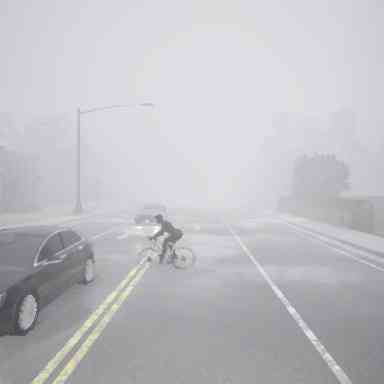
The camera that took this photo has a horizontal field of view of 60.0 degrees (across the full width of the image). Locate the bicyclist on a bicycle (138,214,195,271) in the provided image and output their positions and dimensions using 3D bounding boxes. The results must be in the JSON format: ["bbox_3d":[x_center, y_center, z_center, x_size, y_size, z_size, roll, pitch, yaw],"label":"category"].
[{"bbox_3d":[-0.752,1.455,9.501,1.656,1.620,0.582,-2,0,2],"label":"bicyclist on a bicycle"}]

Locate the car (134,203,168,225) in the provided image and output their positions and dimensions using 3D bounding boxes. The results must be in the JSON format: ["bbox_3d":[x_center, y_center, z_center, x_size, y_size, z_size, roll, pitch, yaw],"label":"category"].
[{"bbox_3d":[-2.860,1.548,24.547,2.033,1.411,5.357,0,0,2],"label":"car"}]

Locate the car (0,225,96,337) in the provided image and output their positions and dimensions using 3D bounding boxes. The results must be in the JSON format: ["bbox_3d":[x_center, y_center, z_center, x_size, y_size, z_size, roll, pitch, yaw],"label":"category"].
[{"bbox_3d":[-3.449,1.504,6.766,1.837,1.490,4.892,0,0,2],"label":"car"}]
